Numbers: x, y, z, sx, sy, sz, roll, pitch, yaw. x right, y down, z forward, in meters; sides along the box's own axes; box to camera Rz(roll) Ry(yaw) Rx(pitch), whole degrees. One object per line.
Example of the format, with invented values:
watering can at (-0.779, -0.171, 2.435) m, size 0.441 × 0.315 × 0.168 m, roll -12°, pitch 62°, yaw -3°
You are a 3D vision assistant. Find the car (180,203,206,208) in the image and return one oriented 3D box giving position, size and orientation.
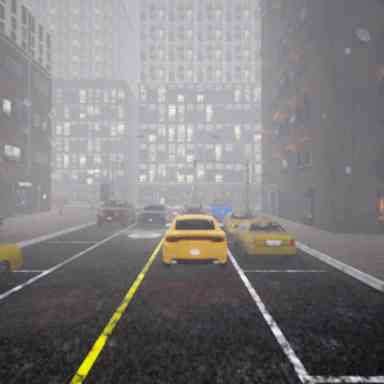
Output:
car at (0.103, 1.582, 26.300) m, size 2.128 × 1.511 × 4.902 m, roll 0°, pitch 0°, yaw 0°

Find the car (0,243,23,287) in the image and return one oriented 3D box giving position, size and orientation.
car at (-5.310, 1.549, 6.782) m, size 1.752 × 1.417 × 4.829 m, roll 0°, pitch 0°, yaw 0°

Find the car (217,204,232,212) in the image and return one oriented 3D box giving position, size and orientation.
car at (2.572, 1.588, 18.401) m, size 1.752 × 1.417 × 4.829 m, roll 0°, pitch 0°, yaw 0°

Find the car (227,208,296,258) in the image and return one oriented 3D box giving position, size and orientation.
car at (2.571, 1.568, 12.761) m, size 1.752 × 1.417 × 4.829 m, roll 0°, pitch 0°, yaw 0°

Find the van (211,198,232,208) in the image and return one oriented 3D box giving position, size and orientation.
van at (2.574, 1.444, 29.512) m, size 1.690 × 1.788 × 3.998 m, roll 0°, pitch 0°, yaw 0°

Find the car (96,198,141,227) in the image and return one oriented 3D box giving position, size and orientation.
car at (-5.306, 1.398, 23.874) m, size 2.192 × 1.841 × 5.009 m, roll 0°, pitch 0°, yaw 0°

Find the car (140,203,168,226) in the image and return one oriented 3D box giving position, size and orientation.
car at (-2.746, 1.583, 24.542) m, size 1.882 × 1.535 × 5.008 m, roll 0°, pitch 0°, yaw 0°

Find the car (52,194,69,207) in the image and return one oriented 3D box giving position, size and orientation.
car at (-20.865, 1.278, 49.494) m, size 5.009 × 1.841 × 2.192 m, roll 1°, pitch -1°, yaw 0°

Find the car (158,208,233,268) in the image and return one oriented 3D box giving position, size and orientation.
car at (0.090, 1.517, 11.461) m, size 1.882 × 1.535 × 5.008 m, roll 0°, pitch -1°, yaw 0°
